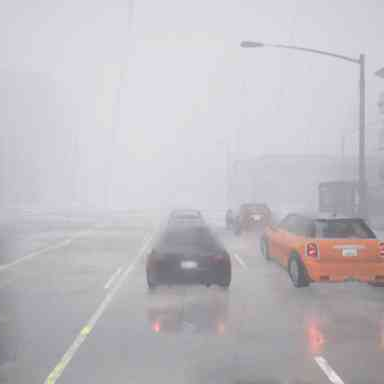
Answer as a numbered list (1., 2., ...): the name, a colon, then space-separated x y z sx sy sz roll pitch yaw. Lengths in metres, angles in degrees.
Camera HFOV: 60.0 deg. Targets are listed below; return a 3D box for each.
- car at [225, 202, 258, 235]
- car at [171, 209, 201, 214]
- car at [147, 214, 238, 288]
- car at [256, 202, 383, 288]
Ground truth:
1. car: 3.138 1.314 18.494 2.097 1.767 4.553 0 0 -2
2. car: -0.337 1.564 18.017 1.895 1.301 4.718 0 0 -2
3. car: -0.098 1.545 9.208 1.994 1.385 4.181 0 0 -1
4. car: 3.389 1.333 9.339 2.097 1.767 4.553 0 0 -1
